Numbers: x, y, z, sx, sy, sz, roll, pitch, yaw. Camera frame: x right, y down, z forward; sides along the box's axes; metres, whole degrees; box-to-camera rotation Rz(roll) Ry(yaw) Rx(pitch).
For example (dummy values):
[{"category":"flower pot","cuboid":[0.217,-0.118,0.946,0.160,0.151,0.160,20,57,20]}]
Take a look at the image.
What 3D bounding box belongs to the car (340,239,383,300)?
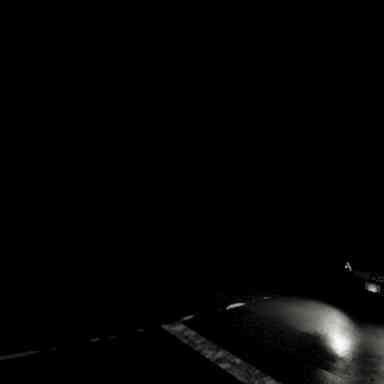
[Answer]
[{"category":"car","cuboid":[5.333,1.532,7.499,4.674,1.442,1.812,0,0,-33]}]
